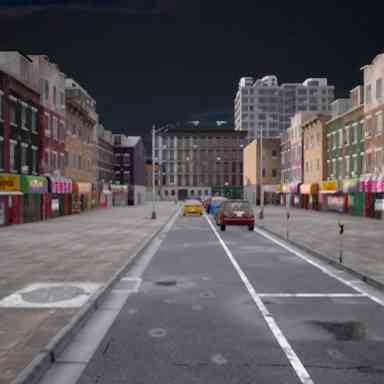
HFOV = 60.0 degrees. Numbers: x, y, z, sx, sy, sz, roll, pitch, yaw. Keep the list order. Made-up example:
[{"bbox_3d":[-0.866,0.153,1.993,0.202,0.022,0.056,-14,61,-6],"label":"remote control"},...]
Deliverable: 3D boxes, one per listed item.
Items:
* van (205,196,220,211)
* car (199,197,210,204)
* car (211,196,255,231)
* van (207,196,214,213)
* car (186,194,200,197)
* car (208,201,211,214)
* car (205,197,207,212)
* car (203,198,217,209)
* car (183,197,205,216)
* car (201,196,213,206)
[{"bbox_3d":[2.616,1.459,42.741,1.690,1.788,3.998,0,0,0],"label":"van"},{"bbox_3d":[2.605,1.743,70.119,2.008,1.369,4.403,0,0,0],"label":"car"},{"bbox_3d":[2.625,1.372,20.840,2.192,1.841,5.009,0,0,0],"label":"car"},{"bbox_3d":[2.621,1.428,31.790,1.690,1.788,3.998,0,0,0],"label":"van"},{"bbox_3d":[0.093,1.344,44.505,2.150,2.045,5.566,0,0,-2],"label":"car"},{"bbox_3d":[2.624,1.623,26.315,2.008,1.369,4.403,0,0,0],"label":"car"},{"bbox_3d":[2.619,1.417,37.266,2.192,1.841,5.009,0,0,0],"label":"car"},{"bbox_3d":[2.615,1.658,48.387,1.752,1.417,4.829,0,0,0],"label":"car"},{"bbox_3d":[0.079,1.571,34.183,1.882,1.535,5.008,0,0,0],"label":"car"},{"bbox_3d":[2.610,1.603,59.168,1.967,1.590,4.097,0,0,0],"label":"car"}]
